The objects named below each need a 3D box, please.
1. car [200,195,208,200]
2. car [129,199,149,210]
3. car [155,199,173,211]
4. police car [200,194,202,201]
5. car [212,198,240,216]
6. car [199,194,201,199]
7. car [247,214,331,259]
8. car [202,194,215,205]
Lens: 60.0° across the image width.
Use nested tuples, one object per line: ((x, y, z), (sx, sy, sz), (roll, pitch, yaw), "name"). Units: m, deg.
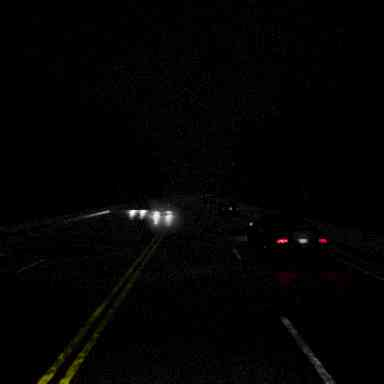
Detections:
((3.253, 1.544, 91.099), (1.994, 1.385, 4.181), (0, 0, 0), "car")
((-6.588, 1.512, 41.717), (1.994, 1.385, 4.181), (0, 0, 0), "car")
((-3.341, 1.551, 39.845), (1.895, 1.301, 4.718), (0, 0, 0), "car")
((3.252, 1.373, 69.208), (1.930, 1.638, 5.238), (0, 0, 0), "police car")
((3.350, 1.504, 31.378), (2.033, 1.411, 5.357), (0, 0, 0), "car")
((3.252, 1.525, 80.098), (1.994, 1.385, 4.181), (0, 0, 0), "car")
((3.351, 1.525, 12.538), (2.033, 1.411, 5.357), (0, 0, 0), "car")
((3.251, 1.374, 58.097), (2.033, 1.649, 4.856), (0, 0, 0), "car")
